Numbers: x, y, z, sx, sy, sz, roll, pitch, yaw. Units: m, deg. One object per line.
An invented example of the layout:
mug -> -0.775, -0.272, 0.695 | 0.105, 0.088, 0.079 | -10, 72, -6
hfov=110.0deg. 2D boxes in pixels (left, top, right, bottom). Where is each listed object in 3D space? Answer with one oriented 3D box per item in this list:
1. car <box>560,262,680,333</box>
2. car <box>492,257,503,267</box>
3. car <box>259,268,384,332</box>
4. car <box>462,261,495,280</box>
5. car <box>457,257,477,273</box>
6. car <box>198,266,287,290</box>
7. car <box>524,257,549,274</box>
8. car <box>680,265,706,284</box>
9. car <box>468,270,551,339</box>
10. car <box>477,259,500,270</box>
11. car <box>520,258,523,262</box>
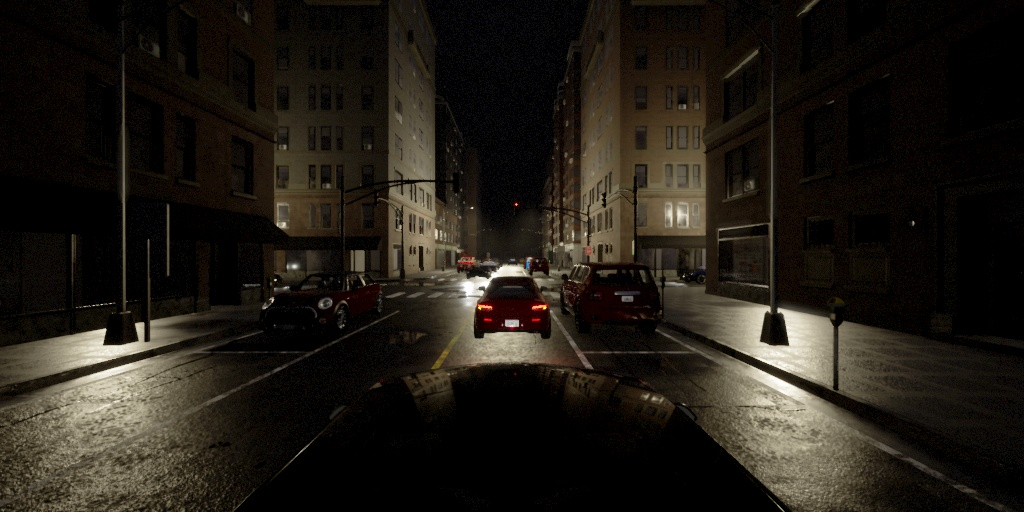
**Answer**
car -> 2.652, 1.064, 10.604 | 2.192, 1.841, 5.009 | 0, 0, 0
car -> -2.741, 1.293, 55.367 | 2.033, 1.411, 5.357 | 0, 0, 1
car -> -5.373, 1.189, 10.619 | 1.967, 1.591, 4.097 | 0, 0, 0
car -> -2.796, 1.350, 30.785 | 1.895, 1.301, 4.718 | 0, 0, 0
car -> -5.342, 1.062, 43.178 | 2.192, 1.841, 5.009 | 0, 0, 0
car -> -17.077, 1.362, 22.858 | 4.181, 1.385, 1.994 | 0, 0, 0
car -> 2.766, 1.062, 37.660 | 2.192, 1.841, 5.009 | 0, 0, 0
car -> 14.289, 1.271, 25.679 | 4.181, 1.385, 1.994 | 0, 0, -1
car -> 0.021, 1.275, 9.960 | 1.812, 1.442, 4.674 | 0, 0, 1
car -> -2.770, 1.348, 43.344 | 1.895, 1.301, 4.718 | 0, 0, 0
car -> 2.784, 1.060, 54.172 | 2.192, 1.841, 5.009 | 0, 0, 0
